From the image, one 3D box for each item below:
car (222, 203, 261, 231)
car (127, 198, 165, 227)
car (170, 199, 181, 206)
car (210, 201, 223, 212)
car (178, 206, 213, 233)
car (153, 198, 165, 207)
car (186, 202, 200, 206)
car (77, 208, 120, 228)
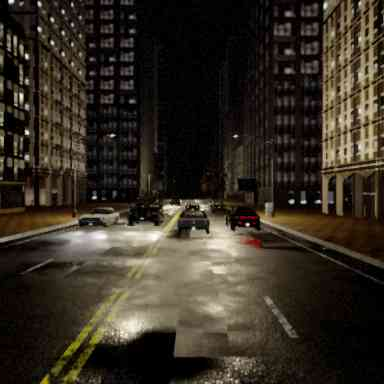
[{"bbox_3d":[3.351,1.711,22.468,1.837,1.490,4.892,0,0,0],"label":"car"},{"bbox_3d":[-3.347,1.450,25.067,2.150,2.045,5.566,0,-1,0],"label":"car"},{"bbox_3d":[-3.256,2.075,65.885,2.128,1.511,4.902,0,0,0],"label":"car"},{"bbox_3d":[3.353,1.931,43.221,2.033,1.411,5.357,0,0,0],"label":"car"},{"bbox_3d":[0.102,1.794,21.109,1.895,1.301,4.718,0,0,0],"label":"car"},{"bbox_3d":[-6.505,2.040,65.466,1.882,1.535,5.008,0,0,0],"label":"car"},{"bbox_3d":[0.094,1.998,44.923,1.895,1.301,4.718,0,0,0],"label":"car"},{"bbox_3d":[-6.598,1.818,23.913,1.895,1.301,4.718,0,-1,0],"label":"car"}]
